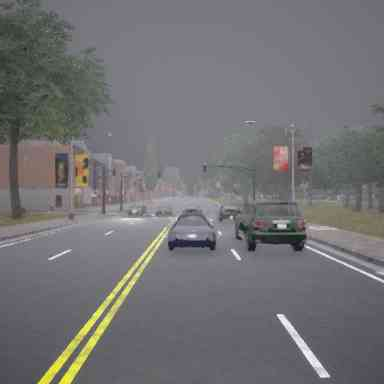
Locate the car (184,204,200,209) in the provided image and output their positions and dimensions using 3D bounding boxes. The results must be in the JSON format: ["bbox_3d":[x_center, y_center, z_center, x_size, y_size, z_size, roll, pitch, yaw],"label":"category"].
[{"bbox_3d":[0.000,1.877,29.662,1.837,1.490,4.892,0,-1,0],"label":"car"}]

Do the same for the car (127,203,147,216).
[{"bbox_3d":[-6.500,2.094,39.868,2.128,1.511,4.902,0,-1,0],"label":"car"}]

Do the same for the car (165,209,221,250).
[{"bbox_3d":[0.000,1.669,14.658,1.994,1.385,4.181,0,-1,0],"label":"car"}]

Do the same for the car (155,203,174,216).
[{"bbox_3d":[-3.250,2.133,39.866,1.837,1.490,4.892,0,-1,0],"label":"car"}]

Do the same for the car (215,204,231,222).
[{"bbox_3d":[3.250,1.877,29.663,1.837,1.490,4.892,0,-1,0],"label":"car"}]

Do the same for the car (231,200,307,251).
[{"bbox_3d":[3.250,1.356,14.693,2.150,2.045,5.566,0,-1,0],"label":"car"}]
